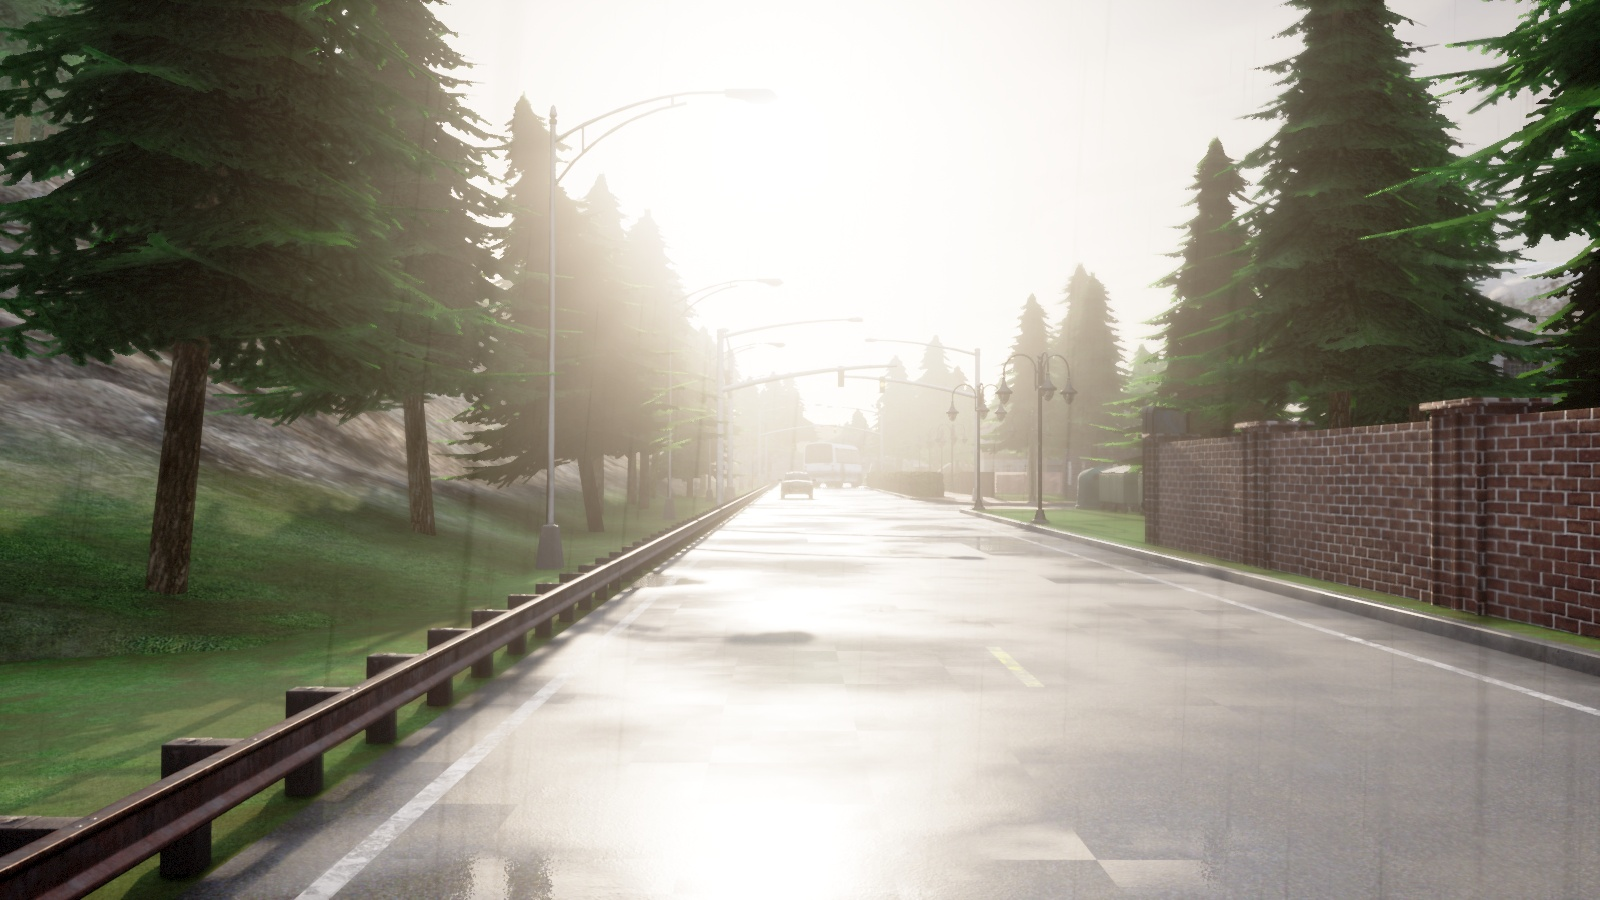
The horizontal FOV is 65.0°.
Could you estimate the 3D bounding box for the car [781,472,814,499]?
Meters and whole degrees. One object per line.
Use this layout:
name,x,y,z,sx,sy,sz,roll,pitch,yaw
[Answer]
car,-0.162,2.029,72.178,1.837,1.490,4.892,0,-1,0
